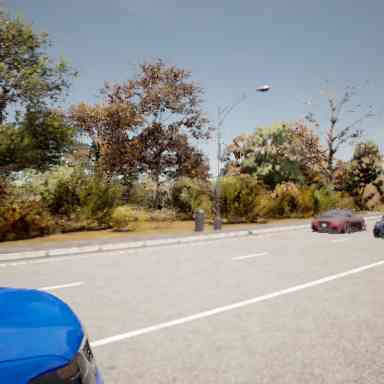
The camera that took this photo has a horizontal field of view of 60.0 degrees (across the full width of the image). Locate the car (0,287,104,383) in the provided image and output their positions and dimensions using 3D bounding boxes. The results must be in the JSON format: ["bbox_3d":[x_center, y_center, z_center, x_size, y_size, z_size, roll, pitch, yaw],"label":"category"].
[{"bbox_3d":[-3.210,1.209,1.495,5.566,2.045,2.150,1,-1,-36],"label":"car"}]

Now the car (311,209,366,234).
[{"bbox_3d":[9.236,1.785,20.888,4.181,1.385,1.994,1,-1,-42],"label":"car"}]

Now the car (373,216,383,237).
[{"bbox_3d":[11.679,1.784,18.381,4.181,1.385,1.994,1,-1,-42],"label":"car"}]
